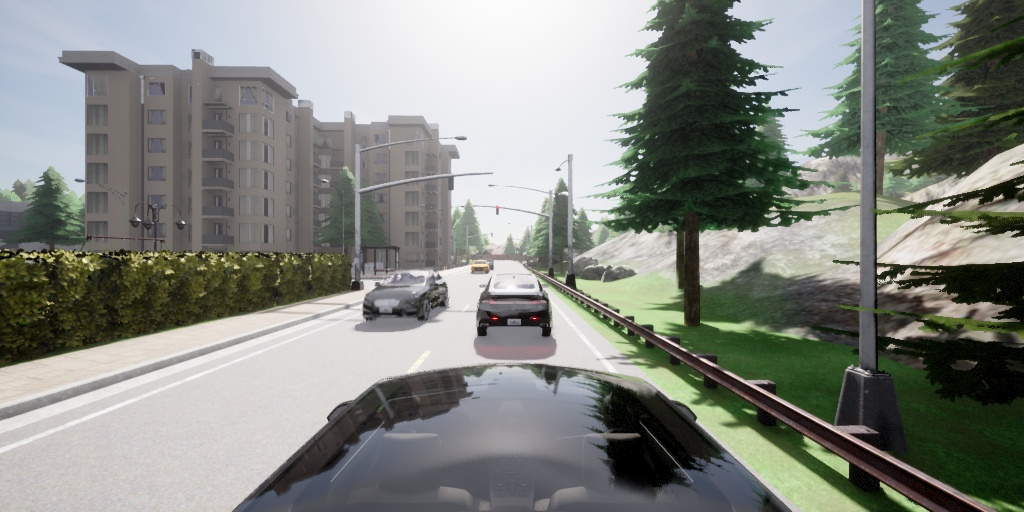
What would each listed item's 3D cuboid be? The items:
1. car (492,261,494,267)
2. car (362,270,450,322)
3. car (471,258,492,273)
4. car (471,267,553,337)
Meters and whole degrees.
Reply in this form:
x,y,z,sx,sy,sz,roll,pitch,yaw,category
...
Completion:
x,y,z,sx,sy,sz,roll,pitch,yaw,category
-3.707,1.102,51.932,2.097,1.767,4.553,0,0,0,car
-3.445,1.241,12.453,2.128,1.511,4.902,0,0,2,car
-3.693,1.227,42.321,1.882,1.535,5.008,0,0,0,car
0.058,1.242,10.331,2.128,1.511,4.902,0,0,0,car
